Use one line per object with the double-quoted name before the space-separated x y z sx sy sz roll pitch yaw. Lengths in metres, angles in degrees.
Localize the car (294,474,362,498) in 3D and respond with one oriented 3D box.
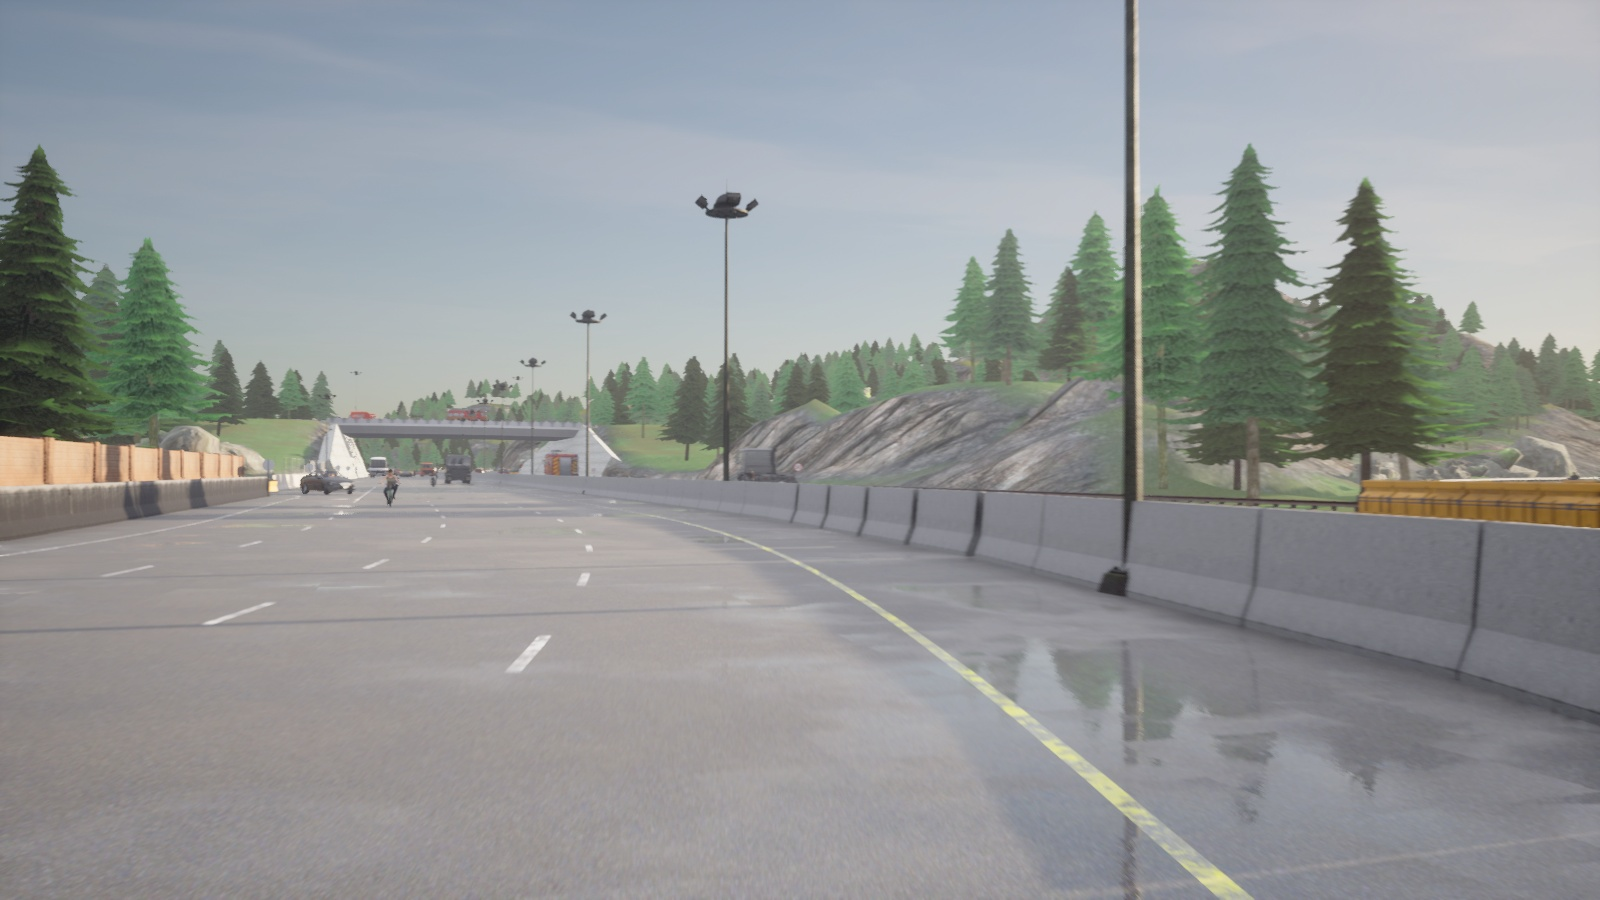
"car" -30.444 2.318 80.921 4.902 1.511 2.128 -1 -1 44
